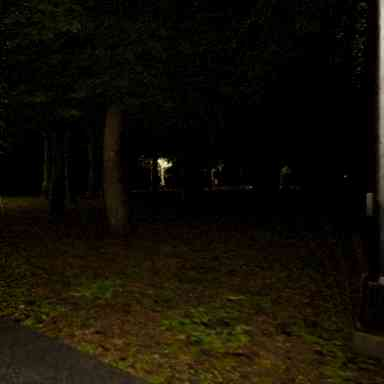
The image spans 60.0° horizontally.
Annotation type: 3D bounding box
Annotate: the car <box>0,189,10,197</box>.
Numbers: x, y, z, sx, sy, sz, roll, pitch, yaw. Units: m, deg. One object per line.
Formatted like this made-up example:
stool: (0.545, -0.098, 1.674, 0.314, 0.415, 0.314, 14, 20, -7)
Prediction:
car: (-36.416, 0.223, 61.600, 1.882, 1.535, 5.008, -2, 0, 34)
